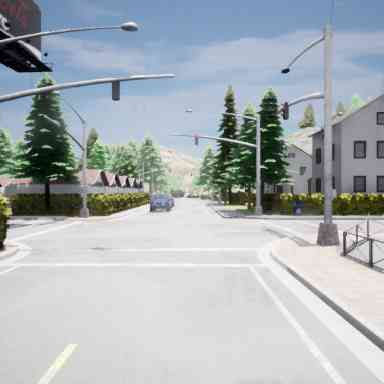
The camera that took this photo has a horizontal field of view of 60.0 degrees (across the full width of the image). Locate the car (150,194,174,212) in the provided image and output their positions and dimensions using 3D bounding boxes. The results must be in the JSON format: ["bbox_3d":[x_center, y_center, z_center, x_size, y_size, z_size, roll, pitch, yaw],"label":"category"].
[{"bbox_3d":[-3.612,1.221,39.025,2.150,2.045,5.566,0,0,0],"label":"car"}]
